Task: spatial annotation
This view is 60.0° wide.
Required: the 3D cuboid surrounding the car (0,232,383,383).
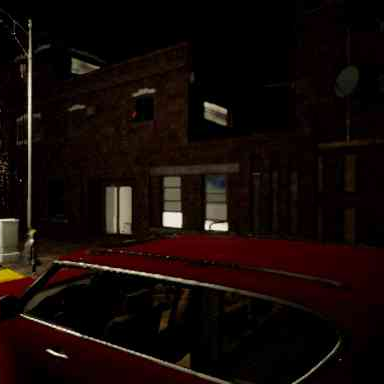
[{"bbox_3d":[-0.322,1.334,3.086,5.009,1.841,2.192,-1,1,36],"label":"car"}]
